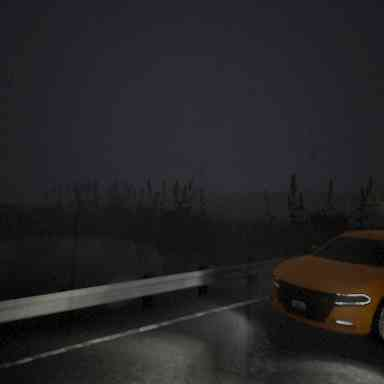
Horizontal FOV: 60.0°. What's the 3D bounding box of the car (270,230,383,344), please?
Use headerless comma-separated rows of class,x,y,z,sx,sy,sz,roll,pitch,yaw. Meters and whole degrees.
car,3.685,1.535,6.649,5.008,1.535,1.882,2,-1,-36
